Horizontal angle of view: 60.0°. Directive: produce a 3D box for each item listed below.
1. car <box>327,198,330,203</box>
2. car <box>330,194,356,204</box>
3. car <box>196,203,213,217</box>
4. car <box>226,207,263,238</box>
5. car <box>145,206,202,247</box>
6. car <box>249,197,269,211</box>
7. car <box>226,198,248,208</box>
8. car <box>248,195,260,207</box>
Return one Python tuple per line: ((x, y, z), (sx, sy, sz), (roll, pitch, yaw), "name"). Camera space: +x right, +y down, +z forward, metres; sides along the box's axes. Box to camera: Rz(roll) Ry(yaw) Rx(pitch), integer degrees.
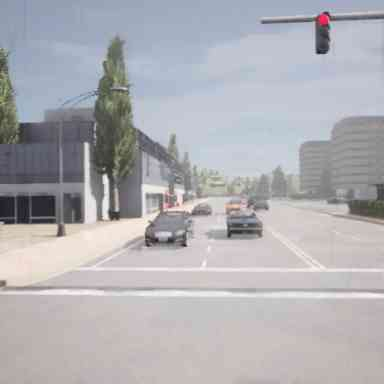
((29.427, 1.373, 66.297), (4.605, 1.855, 1.932), (-1, -1, 5), "car")
((29.142, 1.353, 63.416), (3.866, 1.878, 1.905), (-1, -1, 5), "car")
((1.175, 1.887, 35.547), (1.994, 1.385, 4.181), (-1, -1, 6), "car")
((2.906, 1.743, 18.781), (1.895, 1.301, 4.718), (-1, -1, 6), "car")
((-0.920, 1.658, 15.895), (2.128, 1.511, 4.902), (-1, 0, 6), "car")
((9.388, 1.792, 45.283), (2.128, 1.511, 4.902), (-1, -1, 6), "car")
((4.925, 1.643, 37.698), (2.097, 1.767, 4.553), (-1, -1, 6), "car")
((10.403, 1.603, 55.376), (2.150, 2.045, 5.566), (-1, -1, 6), "car")
